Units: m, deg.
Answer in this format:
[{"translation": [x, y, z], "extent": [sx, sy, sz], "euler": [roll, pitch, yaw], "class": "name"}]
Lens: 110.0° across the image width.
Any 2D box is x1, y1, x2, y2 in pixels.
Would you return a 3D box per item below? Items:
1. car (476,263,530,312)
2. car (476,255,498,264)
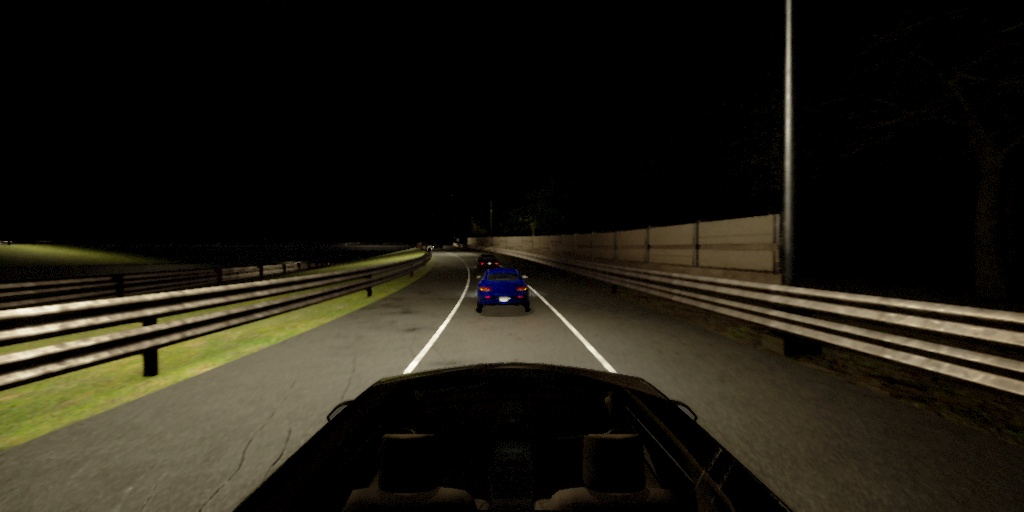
[{"translation": [-0.378, 1.170, 13.700], "extent": [1.812, 1.442, 4.674], "euler": [0, 1, -3], "class": "car"}, {"translation": [-2.302, 0.597, 33.398], "extent": [2.033, 1.411, 5.357], "euler": [0, 3, -8], "class": "car"}]
